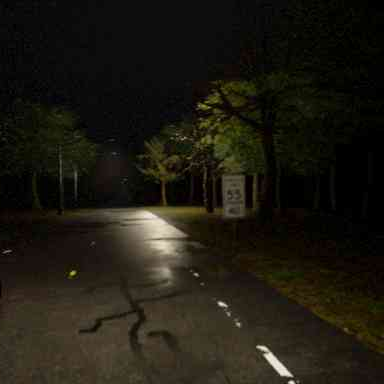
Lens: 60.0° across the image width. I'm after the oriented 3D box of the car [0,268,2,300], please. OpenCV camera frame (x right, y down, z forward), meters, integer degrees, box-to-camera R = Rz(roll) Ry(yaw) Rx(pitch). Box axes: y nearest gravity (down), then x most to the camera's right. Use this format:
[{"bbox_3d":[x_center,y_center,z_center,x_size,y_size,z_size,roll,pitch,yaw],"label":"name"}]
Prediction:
[{"bbox_3d":[-4.289,1.650,4.566,2.128,1.511,4.902,-1,-1,-11],"label":"car"}]
